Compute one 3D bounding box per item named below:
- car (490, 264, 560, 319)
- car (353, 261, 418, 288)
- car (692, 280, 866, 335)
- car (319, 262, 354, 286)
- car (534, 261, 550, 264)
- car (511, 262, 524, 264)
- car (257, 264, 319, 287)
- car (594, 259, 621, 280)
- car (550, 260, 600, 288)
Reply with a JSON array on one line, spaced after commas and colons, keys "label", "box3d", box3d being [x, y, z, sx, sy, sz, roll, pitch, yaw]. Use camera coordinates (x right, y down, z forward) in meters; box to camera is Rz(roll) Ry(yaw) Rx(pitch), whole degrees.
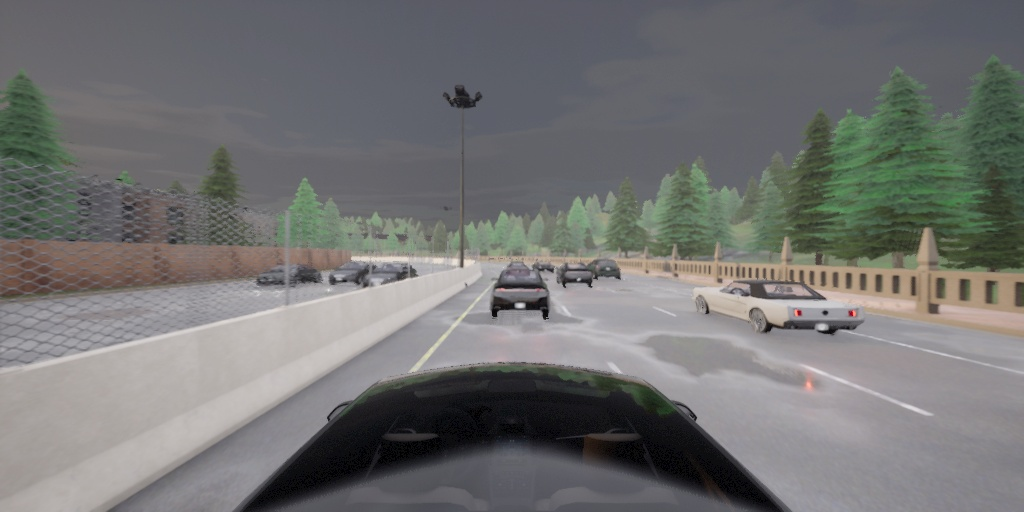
[{"label": "car", "box3d": [0.282, 1.198, 12.686, 2.128, 1.511, 4.902, 0, 0, 1]}, {"label": "car", "box3d": [-6.796, 1.133, 20.521, 2.128, 1.511, 4.902, 0, 0, 1]}, {"label": "car", "box3d": [7.244, 1.348, 10.545, 1.895, 1.301, 4.718, 0, 0, 1]}, {"label": "car", "box3d": [-10.247, 1.104, 23.804, 2.128, 1.511, 4.902, 0, 0, 1]}, {"label": "car", "box3d": [3.346, 1.208, 40.075, 1.895, 1.301, 4.718, 0, 0, -5]}, {"label": "car", "box3d": [0.419, 1.195, 31.156, 1.994, 1.385, 4.181, 0, 0, -2]}, {"label": "car", "box3d": [-13.770, 1.165, 22.450, 1.994, 1.385, 4.181, 0, 0, 1]}, {"label": "car", "box3d": [7.455, 1.020, 30.040, 2.097, 1.767, 4.553, 0, 0, -1]}, {"label": "car", "box3d": [3.976, 1.170, 23.431, 2.128, 1.511, 4.902, 0, 0, 1]}]
